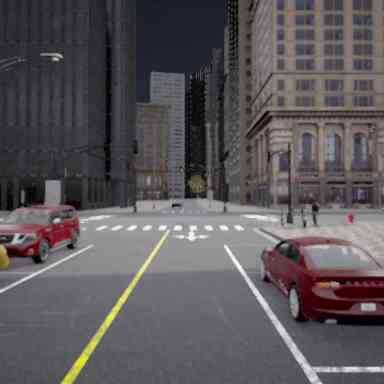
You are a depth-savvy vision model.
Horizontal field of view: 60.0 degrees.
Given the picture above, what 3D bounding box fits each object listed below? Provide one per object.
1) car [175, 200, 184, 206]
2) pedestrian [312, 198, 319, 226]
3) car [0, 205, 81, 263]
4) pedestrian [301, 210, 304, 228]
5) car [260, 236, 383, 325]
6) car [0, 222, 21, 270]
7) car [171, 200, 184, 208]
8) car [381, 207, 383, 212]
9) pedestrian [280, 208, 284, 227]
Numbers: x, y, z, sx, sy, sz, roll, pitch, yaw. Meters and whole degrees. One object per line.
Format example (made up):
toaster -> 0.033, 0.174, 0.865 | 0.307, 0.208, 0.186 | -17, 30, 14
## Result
car -> -3.008, 2.627, 81.072 | 2.128, 1.511, 4.902 | 0, -1, 0
pedestrian -> 8.120, 1.329, 22.005 | 0.375, 1.860, 0.375 | 0, -1, 0
car -> -5.858, 1.467, 12.722 | 2.192, 1.841, 5.009 | 0, -1, 0
pedestrian -> 7.121, 1.374, 21.404 | 0.375, 1.860, 0.375 | 0, -1, 0
car -> 2.669, 1.630, 7.264 | 1.887, 1.381, 4.507 | 0, -1, 0
car -> -5.856, 1.610, 7.090 | 1.752, 1.417, 4.829 | 0, -1, 0
car -> -3.002, 2.458, 64.837 | 1.895, 1.301, 4.718 | 0, -1, 0
car -> 25.311, 1.933, 39.824 | 4.902, 1.511, 2.128 | 0, -1, 0
pedestrian -> 6.120, 1.690, 22.597 | 0.375, 1.300, 0.375 | 0, -1, 0
